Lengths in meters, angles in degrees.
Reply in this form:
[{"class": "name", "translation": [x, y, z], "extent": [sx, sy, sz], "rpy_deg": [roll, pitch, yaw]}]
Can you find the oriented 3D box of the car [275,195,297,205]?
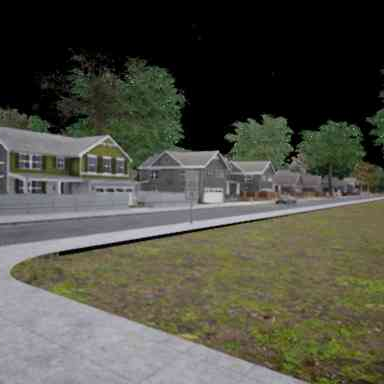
[{"class": "car", "translation": [13.385, 1.095, 47.240], "extent": [1.994, 1.385, 4.181], "rpy_deg": [2, 1, 35]}]
